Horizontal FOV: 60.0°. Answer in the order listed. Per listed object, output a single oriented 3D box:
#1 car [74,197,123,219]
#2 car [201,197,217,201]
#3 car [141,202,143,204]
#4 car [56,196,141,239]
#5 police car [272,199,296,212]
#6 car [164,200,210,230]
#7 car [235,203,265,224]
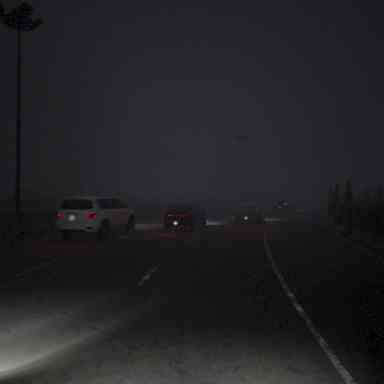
[{"bbox_3d":[-8.555,1.399,30.950,2.097,1.767,4.553,0,0,20],"label":"car"},{"bbox_3d":[2.830,1.709,60.048,2.128,1.511,4.902,0,-1,37],"label":"car"},{"bbox_3d":[-9.122,1.676,47.473,2.033,1.411,5.357,0,0,28],"label":"car"},{"bbox_3d":[-4.861,1.230,17.609,2.150,2.045,5.566,0,0,12],"label":"car"},{"bbox_3d":[11.399,1.607,40.811,2.038,1.542,4.974,0,0,29],"label":"police car"},{"bbox_3d":[-0.330,1.529,21.419,1.837,1.490,4.892,0,0,15],"label":"car"},{"bbox_3d":[4.389,1.563,24.990,1.812,1.442,4.674,0,0,17],"label":"car"}]
